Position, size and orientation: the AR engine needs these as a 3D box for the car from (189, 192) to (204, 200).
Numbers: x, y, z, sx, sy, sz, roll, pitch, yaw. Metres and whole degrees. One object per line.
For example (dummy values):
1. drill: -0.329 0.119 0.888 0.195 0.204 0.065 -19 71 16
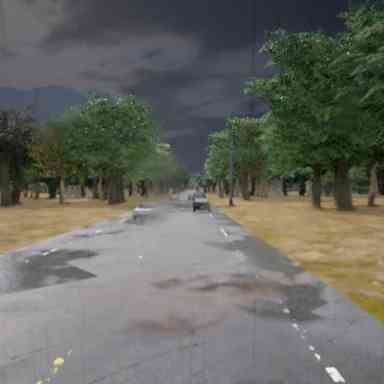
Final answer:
1. car: 1.036 1.051 52.049 2.150 2.045 5.566 0 0 0

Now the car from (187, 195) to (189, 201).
1. car: -0.018 1.121 70.723 2.128 1.511 4.902 0 0 0

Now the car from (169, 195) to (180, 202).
1. car: -3.522 1.278 67.670 1.812 1.442 4.674 0 0 0

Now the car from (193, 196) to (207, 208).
1. car: 1.038 1.358 46.018 1.837 1.490 4.892 0 0 0

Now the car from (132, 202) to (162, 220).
1. car: -3.606 1.524 27.064 1.895 1.301 4.718 0 0 0

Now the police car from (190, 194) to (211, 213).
1. police car: 1.040 1.317 36.124 1.930 1.638 5.238 0 0 0
